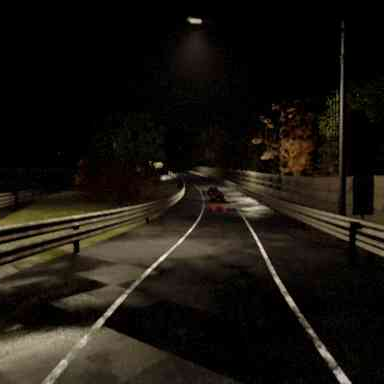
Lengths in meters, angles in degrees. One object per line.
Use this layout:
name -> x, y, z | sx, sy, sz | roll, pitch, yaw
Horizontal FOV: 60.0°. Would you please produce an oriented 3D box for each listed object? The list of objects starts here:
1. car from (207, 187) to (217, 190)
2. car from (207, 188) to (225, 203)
car -> 3.418, -0.060, 53.054 | 2.033, 1.411, 5.357 | 0, 5, -1
car -> 3.274, 0.613, 42.980 | 1.812, 1.442, 4.674 | 1, 3, 1
